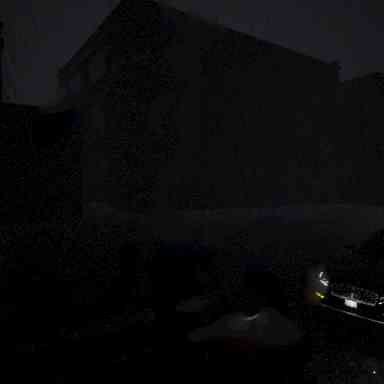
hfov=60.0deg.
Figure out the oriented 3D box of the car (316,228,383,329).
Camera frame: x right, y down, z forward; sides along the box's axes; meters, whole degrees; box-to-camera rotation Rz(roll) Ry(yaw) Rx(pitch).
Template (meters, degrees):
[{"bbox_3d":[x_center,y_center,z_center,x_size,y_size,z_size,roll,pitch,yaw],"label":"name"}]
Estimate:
[{"bbox_3d":[4.429,1.453,6.525,4.892,1.490,1.837,0,0,-35],"label":"car"}]
